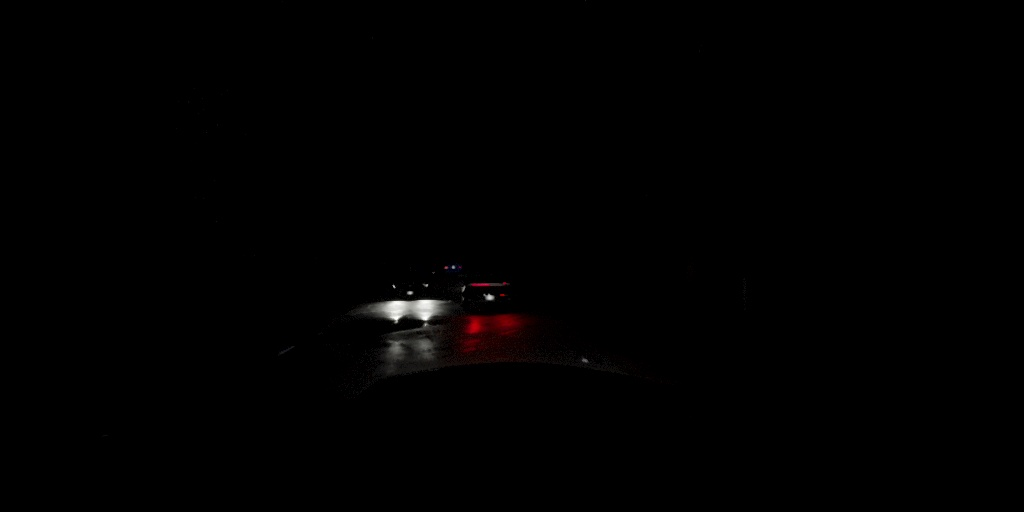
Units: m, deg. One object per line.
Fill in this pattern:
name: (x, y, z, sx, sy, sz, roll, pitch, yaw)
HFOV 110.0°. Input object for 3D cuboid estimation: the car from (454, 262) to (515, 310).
car: (-1.071, 1.129, 14.204, 2.128, 1.511, 4.902, 0, 1, -8)

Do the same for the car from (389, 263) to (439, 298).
car: (-4.888, 1.173, 17.998, 2.033, 1.411, 5.357, -1, 1, -11)

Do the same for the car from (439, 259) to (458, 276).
car: (-5.794, 0.962, 32.311, 2.033, 1.411, 5.357, -1, 1, -21)
